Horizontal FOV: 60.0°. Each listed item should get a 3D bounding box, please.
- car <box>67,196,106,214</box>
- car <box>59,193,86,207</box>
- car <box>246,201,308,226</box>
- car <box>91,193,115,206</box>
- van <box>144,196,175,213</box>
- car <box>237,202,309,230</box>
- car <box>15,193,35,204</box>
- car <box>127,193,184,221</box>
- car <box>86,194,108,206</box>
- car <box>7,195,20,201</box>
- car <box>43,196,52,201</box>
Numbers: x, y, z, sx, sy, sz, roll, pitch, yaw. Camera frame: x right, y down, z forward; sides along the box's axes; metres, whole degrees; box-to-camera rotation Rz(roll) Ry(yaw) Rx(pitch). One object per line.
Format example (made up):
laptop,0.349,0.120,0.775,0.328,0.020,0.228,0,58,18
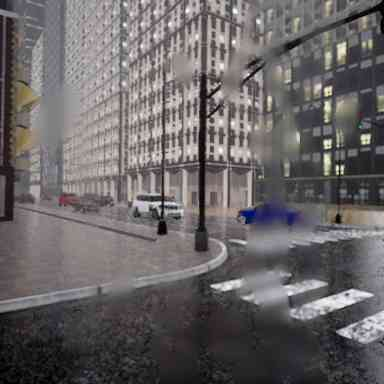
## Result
car,-10.569,1.408,33.133,2.008,1.369,4.403,1,-1,-35
car,-17.300,1.109,47.208,2.150,2.045,5.566,1,-1,-35
car,6.080,1.470,24.174,1.967,1.590,4.097,1,-1,-35
car,-14.123,1.344,53.336,2.097,1.767,4.553,1,-1,-35
van,-3.735,1.347,37.988,1.690,1.788,3.998,1,-1,-35
car,4.992,1.463,21.200,1.882,1.535,5.008,2,-1,-34
car,-30.197,1.136,60.762,2.192,1.841,5.009,1,-1,-35
car,-2.861,1.137,26.764,2.150,2.045,5.566,1,-1,-35
car,-14.256,1.467,48.234,1.812,1.442,4.674,1,-1,-35
car,-40.015,1.359,74.573,2.008,1.369,4.403,1,-1,-35
car,-36.458,1.536,84.030,1.802,1.307,4.206,1,-1,-35
